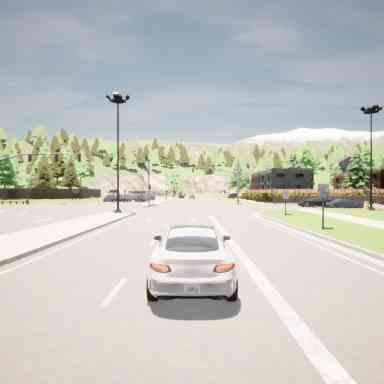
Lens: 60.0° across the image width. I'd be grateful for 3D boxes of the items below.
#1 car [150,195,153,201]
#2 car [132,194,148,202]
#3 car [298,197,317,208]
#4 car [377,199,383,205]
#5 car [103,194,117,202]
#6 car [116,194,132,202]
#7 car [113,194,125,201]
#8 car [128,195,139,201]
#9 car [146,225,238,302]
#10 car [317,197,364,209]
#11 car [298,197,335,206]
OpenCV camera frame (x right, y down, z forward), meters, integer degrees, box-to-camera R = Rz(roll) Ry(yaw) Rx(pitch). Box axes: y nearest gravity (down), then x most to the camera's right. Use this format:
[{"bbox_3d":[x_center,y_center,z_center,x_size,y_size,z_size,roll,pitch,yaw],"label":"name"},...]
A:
[{"bbox_3d":[-11.458,1.595,83.643,1.895,1.301,4.718,0,0,0],"label":"car"},{"bbox_3d":[-11.462,1.355,74.817,2.097,1.767,4.553,0,0,0],"label":"car"},{"bbox_3d":[17.580,1.477,47.058,5.008,1.535,1.882,0,0,-1],"label":"car"},{"bbox_3d":[32.641,1.353,54.186,4.553,1.767,2.097,0,0,-1],"label":"car"},{"bbox_3d":[-18.462,1.355,74.906,2.097,1.767,4.553,0,0,0],"label":"car"},{"bbox_3d":[-14.962,1.540,75.106,2.033,1.411,5.357,0,0,0],"label":"car"},{"bbox_3d":[-18.458,1.355,84.722,2.097,1.767,4.553,0,0,0],"label":"car"},{"bbox_3d":[-14.957,1.540,85.133,2.033,1.411,5.357,0,0,0],"label":"car"},{"bbox_3d":[0.004,1.526,8.149,1.812,1.442,4.674,0,0,0],"label":"car"},{"bbox_3d":[19.740,1.547,43.577,5.357,1.411,2.033,0,0,-1],"label":"car"},{"bbox_3d":[20.206,1.547,54.082,5.357,1.411,2.033,0,0,-1],"label":"car"}]
